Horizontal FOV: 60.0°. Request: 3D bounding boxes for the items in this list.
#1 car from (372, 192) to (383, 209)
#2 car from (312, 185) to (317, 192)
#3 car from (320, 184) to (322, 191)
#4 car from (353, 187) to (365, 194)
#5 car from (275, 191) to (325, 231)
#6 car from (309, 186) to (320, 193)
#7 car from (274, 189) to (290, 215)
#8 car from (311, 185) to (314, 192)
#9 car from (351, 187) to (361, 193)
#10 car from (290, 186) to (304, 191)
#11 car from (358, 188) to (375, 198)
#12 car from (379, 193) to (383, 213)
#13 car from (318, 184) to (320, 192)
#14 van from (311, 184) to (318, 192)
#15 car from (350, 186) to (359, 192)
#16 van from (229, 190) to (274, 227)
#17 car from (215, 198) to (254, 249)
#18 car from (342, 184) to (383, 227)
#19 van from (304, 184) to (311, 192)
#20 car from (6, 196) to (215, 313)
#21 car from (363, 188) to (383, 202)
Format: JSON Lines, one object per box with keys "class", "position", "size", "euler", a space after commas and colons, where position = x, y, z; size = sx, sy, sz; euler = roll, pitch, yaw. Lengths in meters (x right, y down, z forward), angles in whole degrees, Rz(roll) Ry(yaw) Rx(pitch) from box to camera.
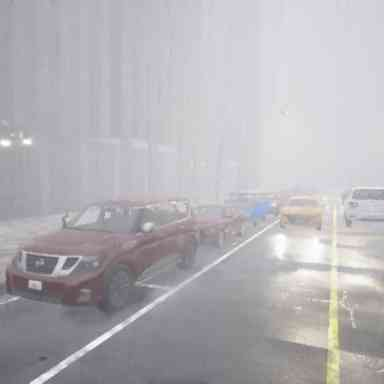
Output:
{"class": "car", "position": [17.561, 0.746, 29.964], "size": [1.947, 1.339, 4.313], "euler": [1, 2, 23]}
{"class": "car", "position": [18.662, -0.027, 54.022], "size": [2.008, 1.369, 4.403], "euler": [1, 2, 23]}
{"class": "car", "position": [25.362, -0.694, 69.536], "size": [2.192, 1.841, 5.009], "euler": [1, 2, 23]}
{"class": "car", "position": [33.190, -0.252, 66.176], "size": [1.802, 1.307, 4.206], "euler": [1, 2, 23]}
{"class": "car", "position": [5.794, 0.965, 17.231], "size": [1.882, 1.535, 5.008], "euler": [1, 2, 23]}
{"class": "car", "position": [27.594, -0.588, 74.717], "size": [1.947, 1.339, 4.313], "euler": [1, 2, 23]}
{"class": "car", "position": [5.265, 0.739, 22.979], "size": [1.967, 1.590, 4.097], "euler": [1, 2, 23]}
{"class": "car", "position": [16.362, 0.097, 48.693], "size": [1.752, 1.417, 4.829], "euler": [1, 2, 23]}
{"class": "car", "position": [37.656, -0.540, 76.522], "size": [1.802, 1.307, 4.206], "euler": [1, 2, 23]}
{"class": "car", "position": [9.731, 0.446, 33.326], "size": [1.967, 1.590, 4.097], "euler": [1, 2, 23]}
{"class": "car", "position": [26.492, 0.163, 50.655], "size": [1.947, 1.339, 4.313], "euler": [1, 2, 23]}
{"class": "car", "position": [15.328, 0.872, 24.790], "size": [1.887, 1.381, 4.507], "euler": [1, 2, 23]}
{"class": "car", "position": [23.128, -0.425, 64.366], "size": [1.967, 1.590, 4.097], "euler": [1, 2, 23]}
{"class": "van", "position": [20.896, -0.380, 59.190], "size": [1.690, 1.788, 3.998], "euler": [1, 2, 23]}
{"class": "car", "position": [39.889, -0.683, 81.696], "size": [1.802, 1.307, 4.206], "euler": [1, 2, 23]}
{"class": "van", "position": [3.032, 0.786, 17.802], "size": [1.690, 1.788, 3.998], "euler": [1, 2, 23]}
{"class": "car", "position": [0.798, 1.136, 12.635], "size": [1.887, 1.381, 4.507], "euler": [1, 2, 23]}
{"class": "car", "position": [9.409, 0.721, 17.863], "size": [2.150, 2.045, 5.566], "euler": [1, 2, 24]}
{"class": "van", "position": [14.197, 0.054, 43.669], "size": [1.690, 1.788, 3.998], "euler": [1, 2, 23]}
{"class": "car", "position": [-1.434, 1.053, 7.454], "size": [2.192, 1.841, 5.009], "euler": [1, 2, 23]}
{"class": "car", "position": [22.027, 0.328, 40.305], "size": [1.967, 1.590, 4.097], "euler": [1, 2, 23]}
